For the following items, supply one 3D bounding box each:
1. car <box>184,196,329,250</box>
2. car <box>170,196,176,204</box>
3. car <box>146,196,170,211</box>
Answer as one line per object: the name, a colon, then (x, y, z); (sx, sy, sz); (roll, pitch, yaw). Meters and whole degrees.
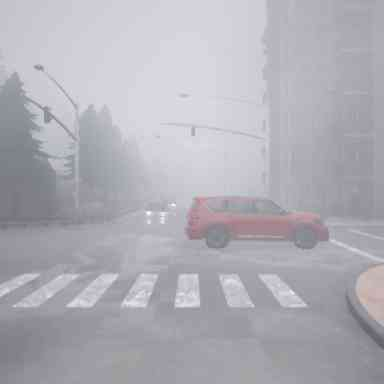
car: (2.474, 1.177, 13.367); (5.566, 2.045, 2.150); (0, 0, 1)
car: (-3.628, 1.273, 55.186); (1.895, 1.301, 4.718); (0, 0, 0)
car: (-3.810, 1.290, 36.545); (1.812, 1.442, 4.674); (0, 0, 0)
